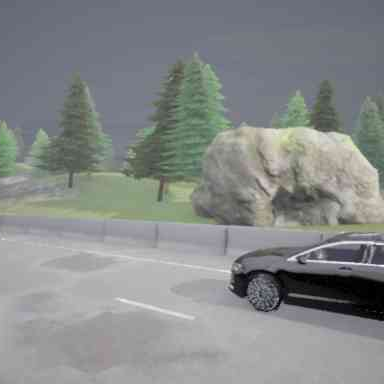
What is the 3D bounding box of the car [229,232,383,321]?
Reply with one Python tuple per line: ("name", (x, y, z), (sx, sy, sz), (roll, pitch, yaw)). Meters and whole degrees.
("car", (3.044, 1.502, 6.120), (4.902, 1.511, 2.128), (-1, 0, 36))
